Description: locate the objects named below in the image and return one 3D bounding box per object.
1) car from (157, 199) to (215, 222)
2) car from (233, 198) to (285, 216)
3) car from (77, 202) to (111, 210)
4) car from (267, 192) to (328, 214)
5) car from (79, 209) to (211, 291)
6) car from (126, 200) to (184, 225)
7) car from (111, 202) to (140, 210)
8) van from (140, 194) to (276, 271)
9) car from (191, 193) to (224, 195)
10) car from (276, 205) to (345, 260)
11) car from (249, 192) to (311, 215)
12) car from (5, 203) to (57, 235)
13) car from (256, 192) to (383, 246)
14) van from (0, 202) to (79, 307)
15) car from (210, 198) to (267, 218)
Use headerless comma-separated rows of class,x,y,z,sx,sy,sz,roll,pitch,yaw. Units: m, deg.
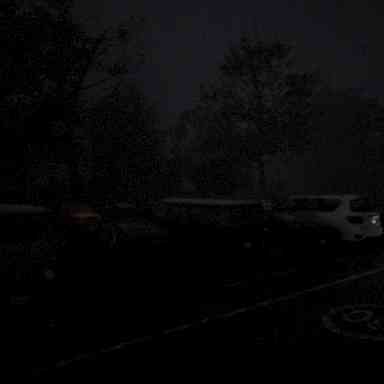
car,-0.580,1.389,26.147,2.163,1.488,4.792,0,0,-36
car,6.132,1.350,30.911,2.002,1.452,4.674,0,0,-36
car,-7.251,1.417,21.110,1.946,1.575,5.366,-1,0,-36
car,10.675,1.035,34.130,2.435,2.045,5.566,0,0,-36
car,-1.944,1.440,9.046,2.231,1.521,4.892,-1,0,-36
car,-2.811,1.409,24.479,2.163,1.488,4.792,-1,0,-36
car,-5.090,1.400,22.878,2.097,1.535,5.008,-1,0,-36
van,0.263,1.193,10.775,1.878,1.987,4.442,-1,0,-36
car,1.715,1.090,27.719,2.435,2.045,5.566,-1,0,-36
car,2.615,1.398,12.308,2.097,1.535,5.008,-1,0,-36
car,8.511,1.046,32.580,2.435,2.045,5.566,0,0,-36
car,-9.623,1.480,19.639,2.002,1.452,4.674,-1,0,-36
car,4.874,1.127,13.966,2.435,2.045,5.566,-1,0,-36
van,-4.163,1.234,7.325,1.878,1.987,4.442,-1,0,-36
car,3.969,1.325,29.360,2.097,1.535,5.008,0,0,-36
